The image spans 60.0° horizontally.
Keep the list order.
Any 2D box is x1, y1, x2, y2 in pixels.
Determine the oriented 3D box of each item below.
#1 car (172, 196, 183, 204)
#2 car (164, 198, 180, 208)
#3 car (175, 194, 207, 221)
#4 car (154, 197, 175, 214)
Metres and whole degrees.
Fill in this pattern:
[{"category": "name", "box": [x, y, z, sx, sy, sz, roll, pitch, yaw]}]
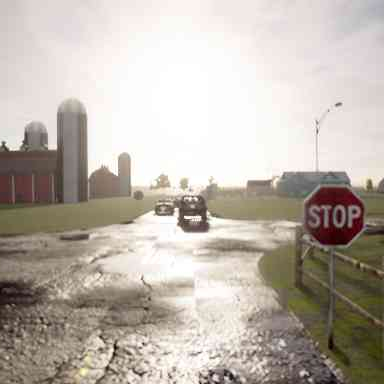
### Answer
[{"category": "car", "box": [-2.804, 1.525, 65.301, 2.033, 1.411, 5.357, 0, 0, 1]}, {"category": "car", "box": [-2.866, 1.546, 48.256, 1.994, 1.385, 4.181, 0, 0, 0]}, {"category": "car", "box": [0.066, 1.204, 27.026, 2.150, 2.045, 5.566, 0, 0, 0]}, {"category": "car", "box": [-2.861, 1.477, 35.347, 2.128, 1.511, 4.902, 0, 0, 0]}]
